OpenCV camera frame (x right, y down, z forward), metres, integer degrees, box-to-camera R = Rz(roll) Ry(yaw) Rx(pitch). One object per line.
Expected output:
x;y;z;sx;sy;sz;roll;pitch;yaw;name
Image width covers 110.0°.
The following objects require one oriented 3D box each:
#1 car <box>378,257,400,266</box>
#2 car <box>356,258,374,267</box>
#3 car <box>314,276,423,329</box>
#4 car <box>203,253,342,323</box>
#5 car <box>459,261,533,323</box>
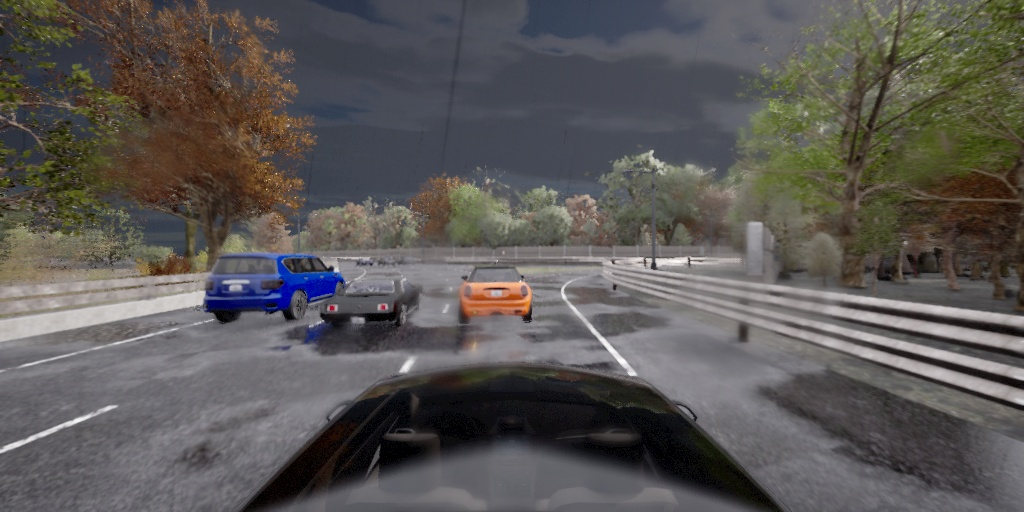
-21.445;0.906;61.176;2.128;1.511;4.902;-1;0;-36;car
-24.388;1.040;59.280;1.895;1.301;4.718;-1;0;-36;car
-3.991;1.300;11.111;1.895;1.301;4.718;0;0;-5;car
-7.604;0.927;12.194;2.150;2.045;5.566;0;0;-6;car
-0.612;1.032;12.031;2.097;1.767;4.553;0;0;-5;car
